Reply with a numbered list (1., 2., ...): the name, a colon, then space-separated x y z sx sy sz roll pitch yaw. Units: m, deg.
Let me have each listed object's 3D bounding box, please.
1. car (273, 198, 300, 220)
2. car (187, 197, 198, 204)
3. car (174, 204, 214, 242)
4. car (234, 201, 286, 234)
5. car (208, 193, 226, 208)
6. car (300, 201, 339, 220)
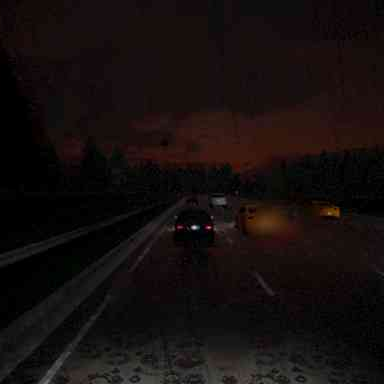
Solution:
1. car: 7.097 1.491 28.062 2.128 1.511 4.902 0 0 0
2. car: 0.093 1.562 63.349 1.994 1.385 4.181 0 0 0
3. car: 0.098 1.547 16.449 2.033 1.411 5.357 0 0 0
4. car: 3.599 1.477 19.080 1.882 1.535 5.008 0 0 0
5. car: 3.596 1.220 47.550 2.150 2.045 5.566 0 0 0
6. car: 10.598 1.477 28.089 1.882 1.535 5.008 0 0 0
